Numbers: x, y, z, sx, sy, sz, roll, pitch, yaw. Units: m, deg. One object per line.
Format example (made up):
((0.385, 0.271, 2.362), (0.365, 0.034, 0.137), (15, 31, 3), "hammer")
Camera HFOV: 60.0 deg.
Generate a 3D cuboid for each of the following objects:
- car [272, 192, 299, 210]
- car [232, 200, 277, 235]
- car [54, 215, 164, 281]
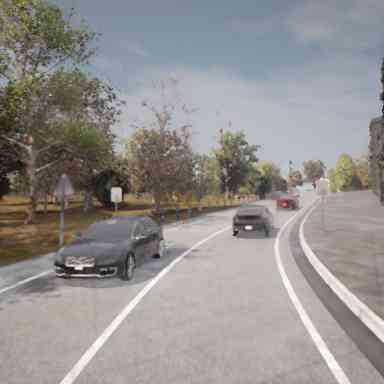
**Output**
((10.136, 0.997, 35.205), (1.882, 1.535, 5.008), (-2, 1, 23), "car")
((3.425, 1.444, 18.219), (1.837, 1.490, 4.892), (-2, 0, 17), "car")
((-2.185, 1.506, 10.048), (1.837, 1.490, 4.892), (-1, 0, 10), "car")
